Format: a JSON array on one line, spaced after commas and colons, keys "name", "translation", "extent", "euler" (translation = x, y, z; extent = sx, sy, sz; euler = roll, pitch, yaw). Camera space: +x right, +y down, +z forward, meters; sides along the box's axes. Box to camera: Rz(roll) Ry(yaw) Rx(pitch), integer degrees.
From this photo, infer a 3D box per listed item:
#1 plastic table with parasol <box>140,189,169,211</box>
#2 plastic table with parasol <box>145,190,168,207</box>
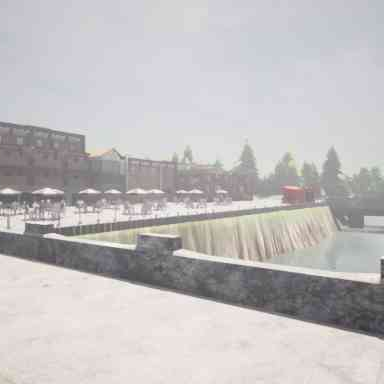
[{"name": "plastic table with parasol", "translation": [-4.538, 0.925, 40.197], "extent": [2.482, 2.480, 2.482], "euler": [0, 0, 35]}, {"name": "plastic table with parasol", "translation": [-5.248, 0.925, 49.186], "extent": [2.482, 2.480, 2.482], "euler": [0, 0, 35]}]
